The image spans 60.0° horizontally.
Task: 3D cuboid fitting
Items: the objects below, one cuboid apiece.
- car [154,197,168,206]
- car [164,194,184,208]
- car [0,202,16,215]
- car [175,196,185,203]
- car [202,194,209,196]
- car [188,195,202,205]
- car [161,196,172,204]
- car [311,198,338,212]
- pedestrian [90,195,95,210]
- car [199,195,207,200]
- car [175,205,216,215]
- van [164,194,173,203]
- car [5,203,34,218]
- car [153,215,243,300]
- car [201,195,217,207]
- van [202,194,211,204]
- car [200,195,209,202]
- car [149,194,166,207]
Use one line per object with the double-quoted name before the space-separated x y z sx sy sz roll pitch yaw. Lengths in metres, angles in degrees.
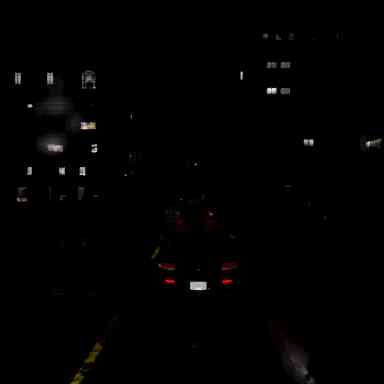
"car" -5.124 1.528 54.907 1.887 1.381 4.507 0 0 0
"car" -2.635 1.492 49.206 1.837 1.490 4.892 0 0 2
"car" -22.334 1.843 37.295 4.206 1.307 1.802 -1 1 1
"car" -2.510 1.497 69.688 1.812 1.442 4.674 0 0 0
"car" 2.775 1.562 60.432 1.802 1.307 4.206 0 0 0
"car" 0.310 1.458 59.137 1.882 1.535 5.008 0 0 0
"car" -5.086 1.520 66.011 1.887 1.381 4.507 0 0 0
"car" 15.222 1.339 34.417 5.357 1.411 2.033 -1 0 1
"pedestrian" -12.013 1.280 40.130 0.375 1.860 0.375 0 1 1
"car" 2.871 1.508 88.193 2.008 1.369 4.403 0 0 0
"car" 0.153 1.562 17.094 1.994 1.385 4.181 0 0 0
"van" -5.066 1.312 71.563 1.690 1.788 3.998 0 0 0
"car" -17.316 1.754 31.826 4.181 1.385 1.994 -1 0 1
"car" 0.130 1.525 8.296 1.812 1.442 4.674 0 0 0
"car" 2.736 1.553 49.328 1.947 1.339 4.313 0 0 0
"van" 2.795 1.317 65.984 1.690 1.788 3.998 0 0 0
"car" 2.833 1.407 77.088 1.967 1.590 4.097 0 0 0
"car" -5.143 1.302 49.355 2.192 1.841 5.009 0 0 0
